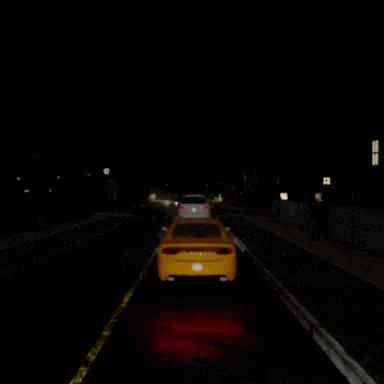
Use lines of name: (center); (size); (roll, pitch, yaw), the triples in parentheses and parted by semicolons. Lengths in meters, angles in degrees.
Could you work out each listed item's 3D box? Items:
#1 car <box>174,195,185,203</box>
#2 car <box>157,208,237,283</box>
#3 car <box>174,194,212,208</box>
car: (-2.586, 1.382, 68.270); (2.033, 1.411, 5.357); (0, 0, 0)
car: (0.120, 1.453, 9.604); (1.882, 1.535, 5.008); (0, 0, 0)
car: (0.241, 1.165, 23.659); (2.150, 2.045, 5.566); (0, 0, 3)
